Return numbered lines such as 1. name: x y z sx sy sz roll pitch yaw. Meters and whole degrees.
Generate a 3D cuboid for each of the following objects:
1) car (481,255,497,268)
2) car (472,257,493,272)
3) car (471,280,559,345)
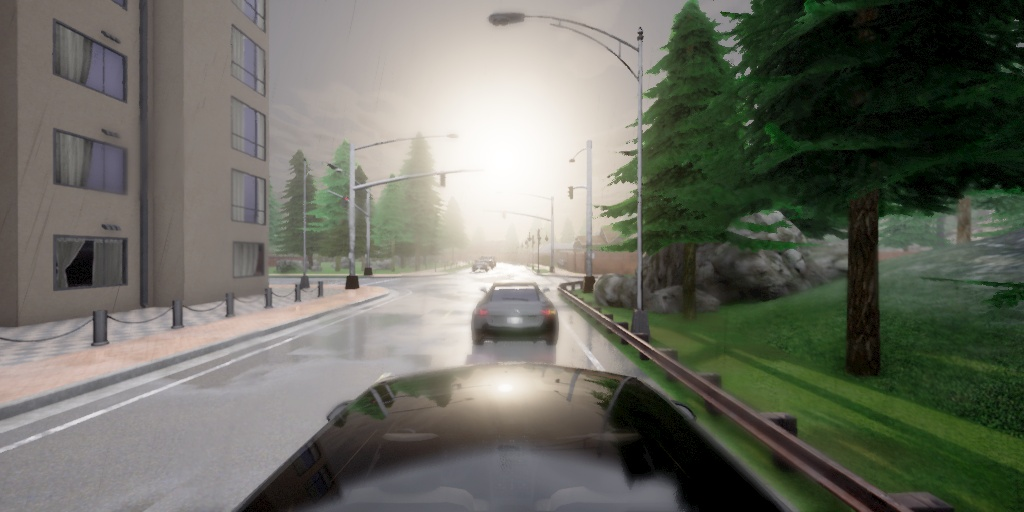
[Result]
1. car: -3.976 0.910 56.163 2.150 2.045 5.566 0 0 0
2. car: -3.934 1.186 45.555 2.128 1.511 4.902 0 0 0
3. car: 0.083 1.309 9.468 1.994 1.385 4.181 0 0 1
